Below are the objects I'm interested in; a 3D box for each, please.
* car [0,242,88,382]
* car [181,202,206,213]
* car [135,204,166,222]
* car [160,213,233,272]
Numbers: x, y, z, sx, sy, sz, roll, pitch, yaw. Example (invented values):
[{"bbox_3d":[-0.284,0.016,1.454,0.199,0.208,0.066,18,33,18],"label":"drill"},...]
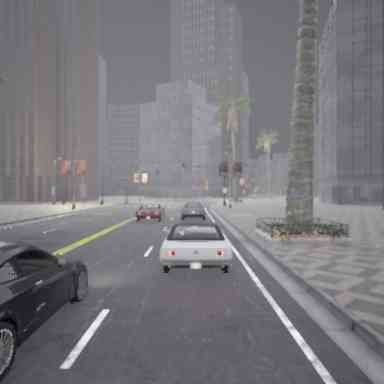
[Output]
[{"bbox_3d":[-3.134,1.515,5.209,1.812,1.442,4.674,0,0,0],"label":"car"},{"bbox_3d":[0.114,1.515,27.762,1.994,1.385,4.181,0,0,0],"label":"car"},{"bbox_3d":[-3.138,1.555,26.103,1.895,1.301,4.718,0,0,0],"label":"car"},{"bbox_3d":[0.105,1.580,10.658,1.895,1.301,4.718,0,0,0],"label":"car"}]
